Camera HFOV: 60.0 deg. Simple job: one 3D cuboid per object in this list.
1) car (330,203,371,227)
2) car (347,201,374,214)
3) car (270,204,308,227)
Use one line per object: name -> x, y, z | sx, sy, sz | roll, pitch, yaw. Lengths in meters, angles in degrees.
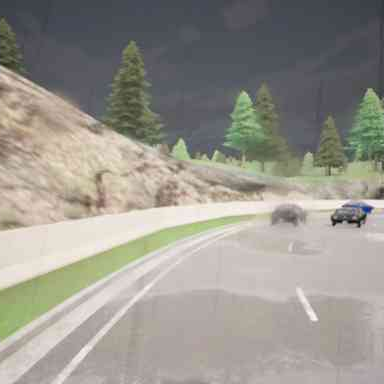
car -> 11.421, 1.751, 24.033 | 1.895, 1.301, 4.718 | 0, 0, 33
car -> 18.447, 1.716, 37.009 | 5.008, 1.535, 1.882 | 1, 0, -39
car -> 7.136, 1.621, 24.162 | 1.837, 1.490, 4.892 | 0, 0, 30
